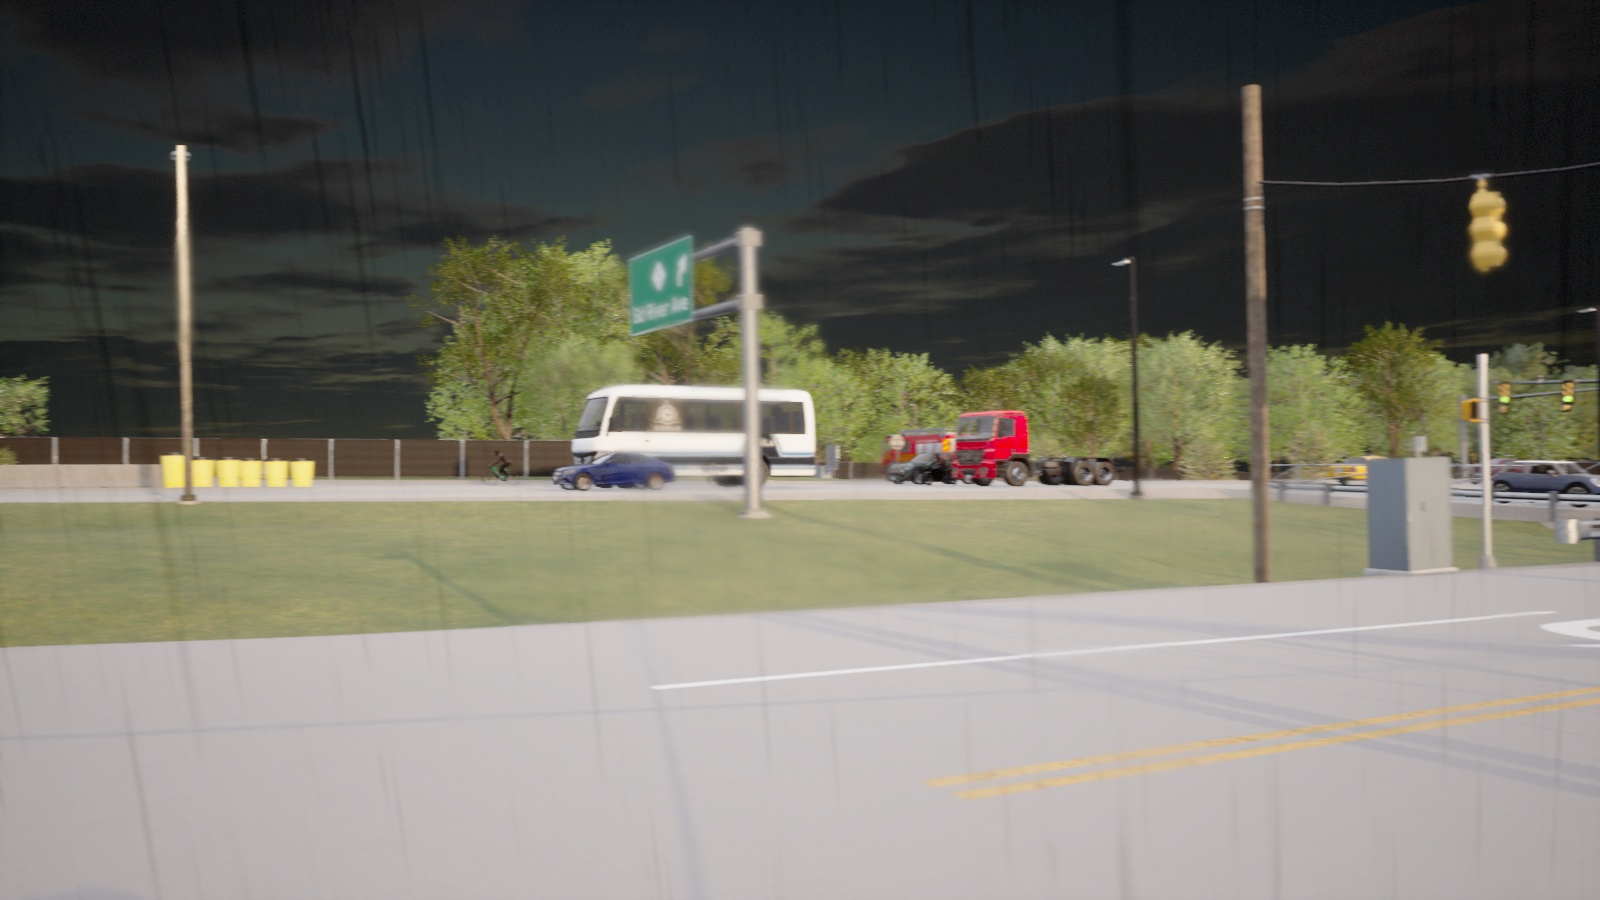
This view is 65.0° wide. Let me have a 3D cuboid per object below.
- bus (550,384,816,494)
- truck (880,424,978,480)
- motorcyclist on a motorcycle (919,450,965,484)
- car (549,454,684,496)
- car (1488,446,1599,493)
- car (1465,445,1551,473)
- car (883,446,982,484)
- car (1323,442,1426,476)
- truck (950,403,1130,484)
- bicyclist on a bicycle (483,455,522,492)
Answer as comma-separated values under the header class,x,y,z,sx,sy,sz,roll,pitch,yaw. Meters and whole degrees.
class,x,y,z,sx,sy,sz,roll,pitch,yaw
bus,-4.816,-0.426,52.469,10.273,4.253,3.944,-1,-1,-29
truck,9.514,0.204,93.767,2.891,3.827,8.468,-2,-1,-28
motorcyclist on a motorcycle,6.641,0.799,58.670,2.044,1.523,0.797,-1,-1,-29
car,-6.887,0.934,47.318,4.674,1.442,1.812,-1,-1,-29
car,25.150,0.602,41.453,1.970,1.475,3.806,-1,1,-29
car,38.305,0.479,67.940,4.674,1.442,1.812,-1,-1,-29
car,6.713,0.753,63.432,4.553,1.767,2.097,-1,-1,-29
car,28.726,0.436,62.730,5.366,1.575,1.801,-1,-1,-29
truck,10.966,-0.281,57.068,7.936,3.462,2.891,-1,-1,-29
bicyclist on a bicycle,-13.500,1.072,57.085,1.656,1.620,0.582,-1,-1,-10
